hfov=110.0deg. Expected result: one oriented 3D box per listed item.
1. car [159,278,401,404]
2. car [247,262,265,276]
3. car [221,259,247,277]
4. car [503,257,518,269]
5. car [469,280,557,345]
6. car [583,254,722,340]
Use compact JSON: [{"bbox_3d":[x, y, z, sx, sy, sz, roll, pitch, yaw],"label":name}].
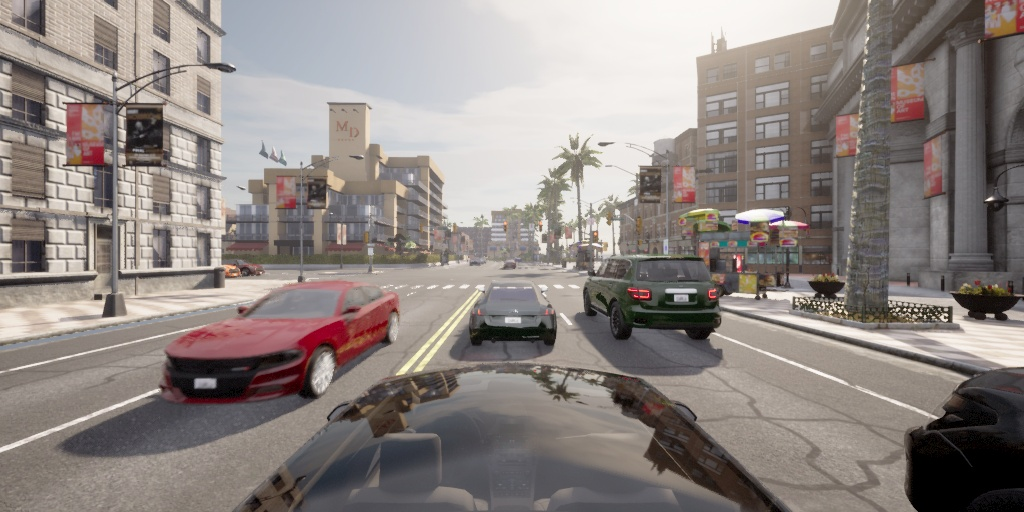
[{"bbox_3d":[-3.610,1.227,6.710,1.882,1.535,5.008,0,0,0],"label":"car"},{"bbox_3d":[-27.401,1.102,35.886,4.553,1.767,2.097,0,0,-1],"label":"car"},{"bbox_3d":[-27.274,1.102,32.385,4.553,1.767,2.097,0,0,-1],"label":"car"},{"bbox_3d":[-0.312,1.275,56.665,1.812,1.442,4.674,0,0,1],"label":"car"},{"bbox_3d":[0.028,1.314,9.517,1.994,1.385,4.181,0,0,0],"label":"car"},{"bbox_3d":[3.529,0.971,10.152,2.150,2.045,5.566,0,0,0],"label":"car"}]
